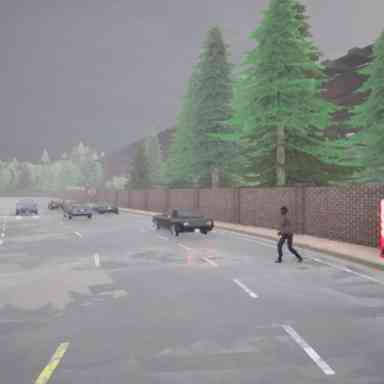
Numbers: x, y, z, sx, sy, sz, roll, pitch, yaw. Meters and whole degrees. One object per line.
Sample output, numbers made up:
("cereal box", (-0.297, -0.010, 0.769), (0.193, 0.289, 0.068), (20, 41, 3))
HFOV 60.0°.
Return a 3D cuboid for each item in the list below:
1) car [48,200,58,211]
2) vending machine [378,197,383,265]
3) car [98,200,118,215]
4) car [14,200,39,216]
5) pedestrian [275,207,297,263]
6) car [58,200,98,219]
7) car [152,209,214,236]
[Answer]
("car", (-16.707, 1.597, 41.242), (1.895, 1.301, 4.718), (0, 0, -28))
("vending machine", (6.508, 1.194, 10.191), (1.100, 2.100, 0.880), (0, 0, -12))
("car", (-9.056, 1.560, 34.447), (1.994, 1.385, 4.181), (0, 0, -28))
("car", (-16.117, 1.523, 32.404), (1.812, 1.442, 4.674), (0, 0, -28))
("pedestrian", (2.918, 1.293, 10.324), (0.375, 1.860, 0.375), (0, 0, -14))
("car", (-9.967, 1.545, 28.795), (2.033, 1.411, 5.357), (0, 0, -28))
("car", (-0.673, 1.599, 18.411), (1.895, 1.301, 4.718), (0, 0, -25))
